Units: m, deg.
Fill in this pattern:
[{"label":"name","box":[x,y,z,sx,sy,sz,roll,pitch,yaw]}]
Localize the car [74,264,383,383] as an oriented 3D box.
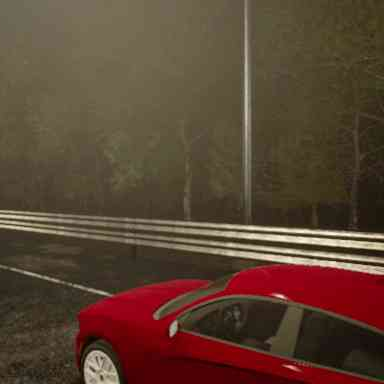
[{"label":"car","box":[0.910,1.481,3.219,5.008,1.535,1.882,0,0,36]}]
